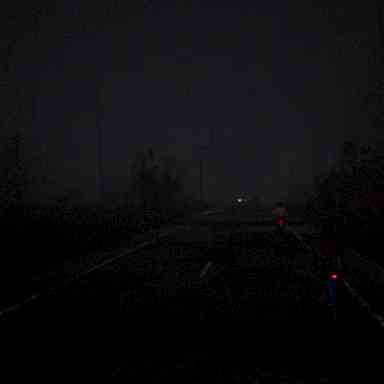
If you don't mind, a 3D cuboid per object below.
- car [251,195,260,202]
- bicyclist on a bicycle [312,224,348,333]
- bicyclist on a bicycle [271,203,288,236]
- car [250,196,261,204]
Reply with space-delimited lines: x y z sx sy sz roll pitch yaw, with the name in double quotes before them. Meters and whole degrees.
"car" 14.488 1.465 76.400 1.895 1.301 4.718 -2 0 10
"bicyclist on a bicycle" 2.381 1.399 5.711 0.582 1.620 1.656 -2 0 11
"bicyclist on a bicycle" 4.468 1.358 16.825 0.866 1.612 1.509 -2 0 10
"car" 11.785 1.427 61.345 2.033 1.411 5.357 -2 0 11
